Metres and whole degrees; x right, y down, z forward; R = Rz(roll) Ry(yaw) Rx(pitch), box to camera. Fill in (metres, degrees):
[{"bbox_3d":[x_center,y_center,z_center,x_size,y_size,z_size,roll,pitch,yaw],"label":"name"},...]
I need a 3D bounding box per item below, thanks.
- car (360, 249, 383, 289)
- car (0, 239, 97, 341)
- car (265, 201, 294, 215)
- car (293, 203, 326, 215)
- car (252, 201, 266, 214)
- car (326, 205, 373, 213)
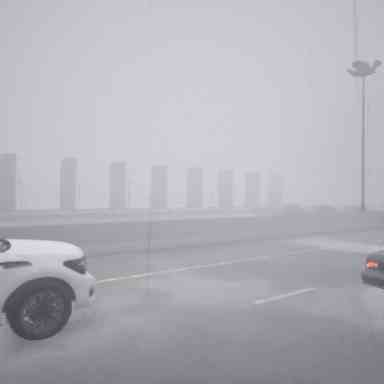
[{"bbox_3d":[6.333,1.686,8.280,5.357,1.411,2.033,1,-1,-36],"label":"car"},{"bbox_3d":[-4.319,1.233,4.909,5.566,2.045,2.150,1,-1,-36],"label":"car"},{"bbox_3d":[10.956,1.989,37.770,4.892,1.490,1.837,1,-1,-37],"label":"car"},{"bbox_3d":[13.505,2.026,35.300,5.357,1.411,2.033,1,-1,-37],"label":"car"},{"bbox_3d":[9.489,1.855,41.040,4.553,1.767,2.097,1,-1,-37],"label":"car"},{"bbox_3d":[15.825,2.019,32.662,5.357,1.411,2.033,1,-1,-37],"label":"car"}]
